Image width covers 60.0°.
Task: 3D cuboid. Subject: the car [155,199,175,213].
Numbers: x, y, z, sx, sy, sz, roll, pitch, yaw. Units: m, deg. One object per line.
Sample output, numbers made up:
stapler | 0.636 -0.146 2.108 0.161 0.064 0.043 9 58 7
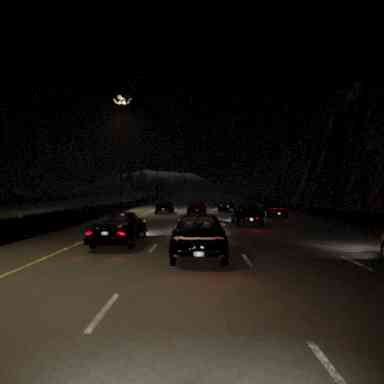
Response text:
car | -2.973 1.518 37.110 1.837 1.490 4.892 0 0 1

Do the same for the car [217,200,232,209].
car | 4.051 1.579 39.088 1.994 1.385 4.181 0 1 1

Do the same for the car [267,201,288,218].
car | 7.452 1.572 30.760 1.837 1.490 4.892 0 0 1

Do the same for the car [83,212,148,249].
car | -3.236 1.609 14.952 2.033 1.411 5.357 0 0 1

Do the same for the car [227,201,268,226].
car | 3.870 1.579 23.841 1.837 1.490 4.892 0 -1 1

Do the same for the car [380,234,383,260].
car | 7.196 1.546 9.114 1.882 1.535 5.008 0 0 1

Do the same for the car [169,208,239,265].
car | 0.228 1.554 11.893 2.128 1.511 4.902 0 0 1

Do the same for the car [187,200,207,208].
car | 0.485 1.518 33.573 1.882 1.535 5.008 0 0 1
